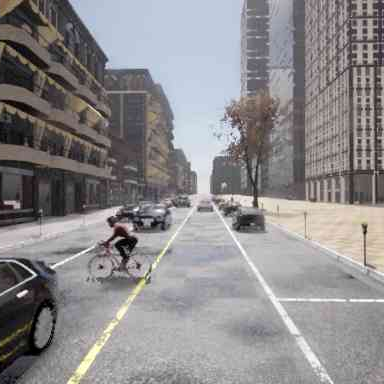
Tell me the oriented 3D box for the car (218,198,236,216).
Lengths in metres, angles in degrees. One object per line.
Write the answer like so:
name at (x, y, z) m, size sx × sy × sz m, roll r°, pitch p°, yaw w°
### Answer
car at (3.886, 1.563, 31.734) m, size 2.008 × 1.369 × 4.403 m, roll 1°, pitch 0°, yaw 2°

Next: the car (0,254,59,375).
car at (-3.029, 1.506, 3.304) m, size 1.837 × 1.490 × 4.892 m, roll 0°, pitch 0°, yaw 2°

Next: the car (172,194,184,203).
car at (-2.964, 1.354, 71.019) m, size 2.192 × 1.841 × 5.009 m, roll 1°, pitch 0°, yaw 2°

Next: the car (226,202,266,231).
car at (3.452, 1.558, 20.603) m, size 2.008 × 1.369 × 4.403 m, roll 1°, pitch 0°, yaw 2°

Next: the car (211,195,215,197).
car at (2.021, 1.571, 50.743) m, size 2.033 × 1.411 × 5.357 m, roll 0°, pitch 0°, yaw 3°

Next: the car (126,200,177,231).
car at (-2.345, 1.499, 20.665) m, size 2.128 × 1.511 × 4.902 m, roll 0°, pitch 0°, yaw 2°

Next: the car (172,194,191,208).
car at (-1.271, 1.374, 48.294) m, size 2.097 × 1.767 × 4.553 m, roll 0°, pitch 0°, yaw 2°

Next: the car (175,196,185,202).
car at (-2.751, 1.588, 76.585) m, size 1.887 × 1.381 × 4.507 m, roll 1°, pitch 0°, yaw 2°

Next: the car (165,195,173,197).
car at (-3.843, 1.548, 48.588) m, size 1.752 × 1.417 × 4.829 m, roll 1°, pitch 0°, yaw 2°

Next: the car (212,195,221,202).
car at (5.624, 1.483, 76.257) m, size 1.967 × 1.590 × 4.097 m, roll 1°, pitch 0°, yaw 2°

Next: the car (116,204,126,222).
car at (-4.705, 1.576, 26.497) m, size 1.947 × 1.339 × 4.313 m, roll 1°, pitch 0°, yaw 2°

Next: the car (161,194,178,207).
car at (-3.615, 1.341, 54.324) m, size 2.192 × 1.841 × 5.009 m, roll 1°, pitch 0°, yaw 2°

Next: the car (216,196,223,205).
car at (4.327, 1.544, 43.036) m, size 1.752 × 1.417 × 4.829 m, roll 1°, pitch 0°, yaw 2°

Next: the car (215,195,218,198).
car at (4.972, 1.581, 59.562) m, size 2.008 × 1.369 × 4.403 m, roll 1°, pitch 0°, yaw 2°

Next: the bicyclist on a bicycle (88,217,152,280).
bicyclist on a bicycle at (-1.865, 1.457, 8.525) m, size 1.656 × 1.620 × 0.582 m, roll -2°, pitch 0°, yaw 2°

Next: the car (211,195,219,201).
car at (6.059, 1.493, 87.389) m, size 1.967 × 1.590 × 4.097 m, roll 1°, pitch 0°, yaw 2°

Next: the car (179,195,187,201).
car at (-2.317, 1.618, 87.716) m, size 1.947 × 1.339 × 4.313 m, roll 1°, pitch 0°, yaw 2°

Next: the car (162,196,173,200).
car at (-4.054, 1.585, 43.193) m, size 1.947 × 1.339 × 4.313 m, roll 1°, pitch 0°, yaw 2°

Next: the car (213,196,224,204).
car at (5.189, 1.586, 65.126) m, size 2.008 × 1.369 × 4.403 m, roll 1°, pitch 0°, yaw 2°

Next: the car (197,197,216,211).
car at (1.627, 1.618, 40.571) m, size 1.895 × 1.301 × 4.718 m, roll 0°, pitch 0°, yaw 2°

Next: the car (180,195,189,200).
car at (-2.100, 1.608, 93.281) m, size 2.008 × 1.369 × 4.403 m, roll 1°, pitch 0°, yaw 2°
